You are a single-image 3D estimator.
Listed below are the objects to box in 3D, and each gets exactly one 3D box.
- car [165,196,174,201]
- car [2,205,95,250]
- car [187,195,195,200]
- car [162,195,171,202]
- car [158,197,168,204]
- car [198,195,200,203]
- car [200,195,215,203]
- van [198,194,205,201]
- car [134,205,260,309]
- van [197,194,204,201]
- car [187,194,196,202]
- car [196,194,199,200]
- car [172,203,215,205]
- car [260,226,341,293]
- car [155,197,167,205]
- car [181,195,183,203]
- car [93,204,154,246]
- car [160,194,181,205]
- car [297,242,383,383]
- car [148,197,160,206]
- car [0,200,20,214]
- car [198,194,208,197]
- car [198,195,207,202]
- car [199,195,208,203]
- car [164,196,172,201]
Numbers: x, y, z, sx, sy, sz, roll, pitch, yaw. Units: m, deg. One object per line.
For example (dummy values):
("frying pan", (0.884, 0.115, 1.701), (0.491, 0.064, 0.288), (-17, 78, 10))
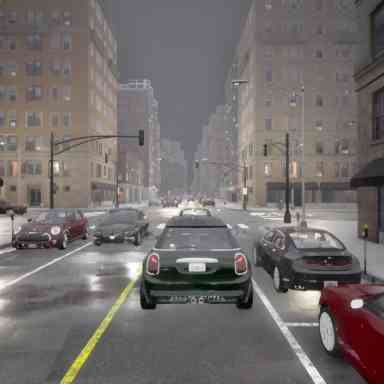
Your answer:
("car", (-6.141, 1.729, 91.045), (1.947, 1.339, 4.313), (0, 0, 0))
("car", (-5.818, 1.445, 14.127), (1.967, 1.590, 4.097), (0, 0, 0))
("car", (-0.279, 1.543, 90.025), (1.994, 1.385, 4.181), (0, 0, 0))
("car", (-6.061, 1.560, 80.029), (1.967, 1.590, 4.097), (0, 0, 0))
("car", (-5.983, 1.666, 69.013), (1.802, 1.307, 4.206), (0, 0, 0))
("car", (2.622, 1.622, 58.053), (1.947, 1.339, 4.313), (0, 0, 0))
("car", (2.661, 1.590, 52.547), (1.887, 1.381, 4.507), (0, 0, 0))
("van", (2.425, 1.481, 85.590), (1.690, 1.788, 3.998), (0, 0, 0))
("car", (0.066, 1.355, 8.017), (2.097, 1.767, 4.553), (0, 0, -1))
("van", (2.385, 1.504, 91.096), (1.690, 1.788, 3.998), (0, 0, 0))
("car", (-0.207, 1.707, 80.049), (1.895, 1.301, 4.718), (0, 0, 0))
("car", (2.543, 1.399, 69.068), (2.192, 1.841, 5.009), (0, 0, 0))
("car", (0.133, 1.497, 15.319), (2.128, 1.511, 4.902), (0, 0, 0))
("car", (2.694, 1.553, 8.620), (2.008, 1.369, 4.403), (0, 0, 0))
("car", (-5.943, 1.614, 63.505), (1.887, 1.381, 4.507), (0, 0, 0))
("car", (-3.135, 1.660, 59.260), (1.895, 1.301, 4.718), (0, 0, 0))
("car", (-3.065, 1.512, 15.222), (1.837, 1.490, 4.892), (0, 0, 0))
("car", (-3.061, 1.390, 48.243), (2.097, 1.767, 4.553), (0, 0, -1))
("car", (2.682, 1.545, 3.128), (1.887, 1.381, 4.507), (0, 0, 0))
("car", (-5.864, 1.596, 52.489), (2.008, 1.369, 4.403), (0, 0, 0))
("car", (-17.605, 1.404, 30.165), (5.008, 1.535, 1.882), (0, 0, -2))
("car", (2.581, 1.595, 63.731), (1.752, 1.417, 4.829), (0, 0, 0))
("car", (2.464, 1.560, 80.081), (1.967, 1.590, 4.097), (0, 0, 0))
("car", (2.503, 1.541, 74.575), (1.967, 1.590, 4.097), (0, 0, 0))
("car", (-6.101, 1.722, 85.537), (1.802, 1.307, 4.206), (0, 0, 0))
